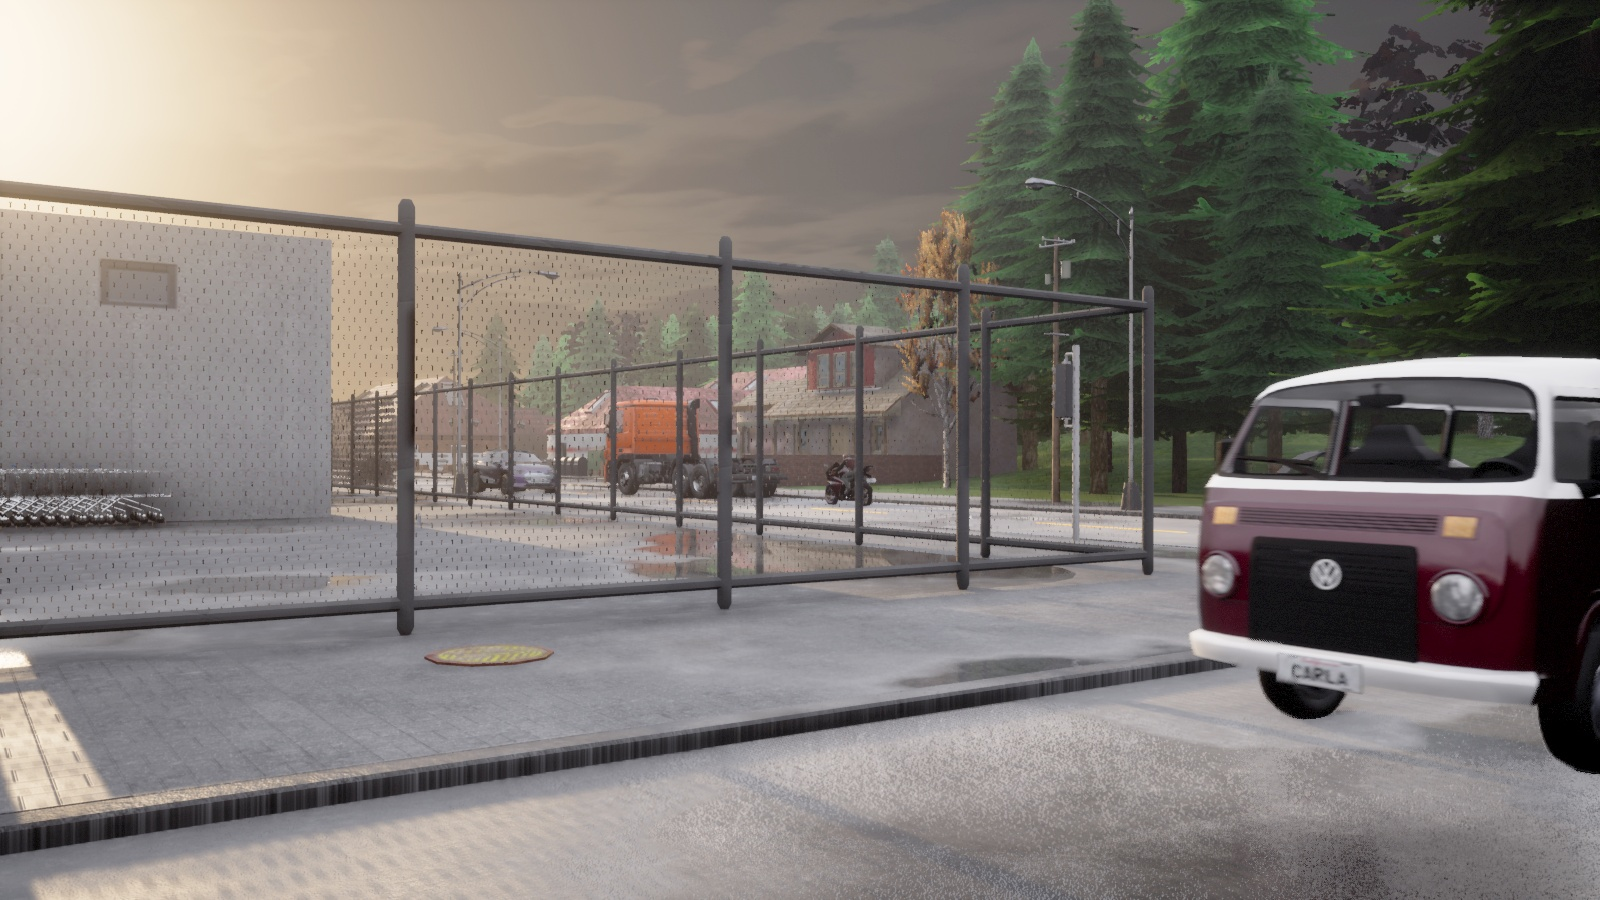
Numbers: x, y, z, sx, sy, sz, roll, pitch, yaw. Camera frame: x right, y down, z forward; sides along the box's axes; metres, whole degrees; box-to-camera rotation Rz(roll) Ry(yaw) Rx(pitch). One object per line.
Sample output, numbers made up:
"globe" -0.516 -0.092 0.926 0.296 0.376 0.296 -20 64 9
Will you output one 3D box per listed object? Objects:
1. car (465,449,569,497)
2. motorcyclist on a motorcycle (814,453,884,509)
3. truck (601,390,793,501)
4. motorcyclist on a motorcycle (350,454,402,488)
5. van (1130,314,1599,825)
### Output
"car" -10.398 0.809 45.885 2.033 1.649 4.856 0 0 -34
"motorcyclist on a motorcycle" 1.377 0.865 35.853 0.866 1.530 2.191 0 0 -35
"truck" -3.727 -0.123 43.236 2.891 3.462 7.936 0 0 -36
"motorcyclist on a motorcycle" -19.382 0.962 57.473 0.866 1.530 2.191 -1 -1 33
"van" 4.179 0.477 7.158 4.480 2.038 2.069 0 0 -36
